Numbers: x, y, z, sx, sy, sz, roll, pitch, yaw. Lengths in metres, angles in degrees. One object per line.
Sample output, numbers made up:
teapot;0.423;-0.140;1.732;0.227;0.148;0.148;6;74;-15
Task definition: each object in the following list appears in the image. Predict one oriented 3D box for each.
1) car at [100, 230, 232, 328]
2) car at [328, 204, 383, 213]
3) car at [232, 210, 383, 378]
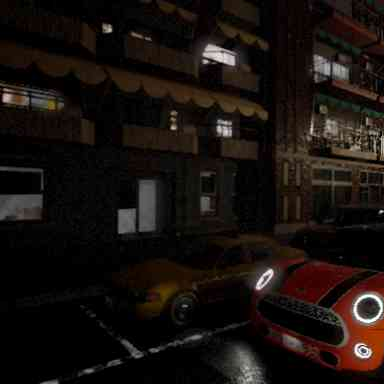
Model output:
car;0.581;1.527;6.964;4.829;1.417;1.752;0;1;-36
car;5.253;1.320;10.295;5.009;1.841;2.192;0;1;-36
car;3.120;1.354;5.608;4.553;1.767;2.097;0;0;-36
